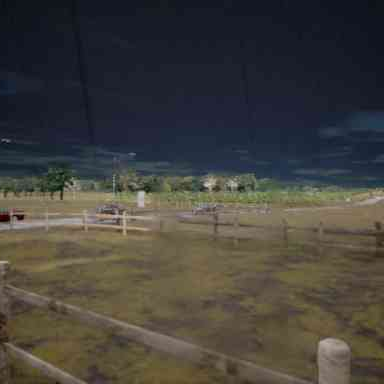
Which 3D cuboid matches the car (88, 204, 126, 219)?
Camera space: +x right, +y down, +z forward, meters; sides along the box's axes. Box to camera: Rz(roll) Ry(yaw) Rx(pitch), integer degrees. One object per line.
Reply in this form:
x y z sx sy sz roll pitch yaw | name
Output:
-9.504 2.115 36.576 1.837 1.490 4.892 1 -1 35 | car

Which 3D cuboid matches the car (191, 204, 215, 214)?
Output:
1.782 2.590 52.498 2.128 1.511 4.902 1 -1 36 | car

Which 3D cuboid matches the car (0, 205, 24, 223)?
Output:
-16.317 1.831 26.978 1.882 1.535 5.008 1 -1 36 | car
